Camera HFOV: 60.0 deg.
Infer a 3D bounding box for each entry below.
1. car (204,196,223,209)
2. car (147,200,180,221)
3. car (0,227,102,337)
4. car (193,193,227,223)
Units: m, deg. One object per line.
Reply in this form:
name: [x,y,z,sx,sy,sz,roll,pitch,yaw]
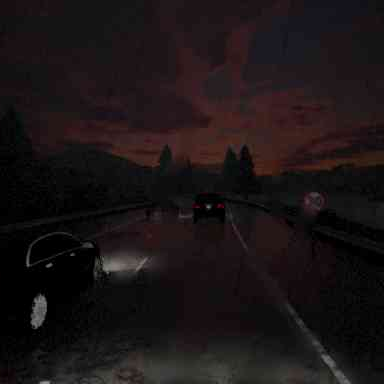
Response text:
car: [2.617,1.289,41.511,2.033,1.411,5.357,0,0,1]
car: [-2.112,1.345,25.077,1.837,1.490,4.892,0,0,5]
car: [-3.243,1.460,6.566,1.837,1.490,4.892,0,0,2]
car: [1.322,1.069,24.316,2.150,2.045,5.566,0,0,5]
